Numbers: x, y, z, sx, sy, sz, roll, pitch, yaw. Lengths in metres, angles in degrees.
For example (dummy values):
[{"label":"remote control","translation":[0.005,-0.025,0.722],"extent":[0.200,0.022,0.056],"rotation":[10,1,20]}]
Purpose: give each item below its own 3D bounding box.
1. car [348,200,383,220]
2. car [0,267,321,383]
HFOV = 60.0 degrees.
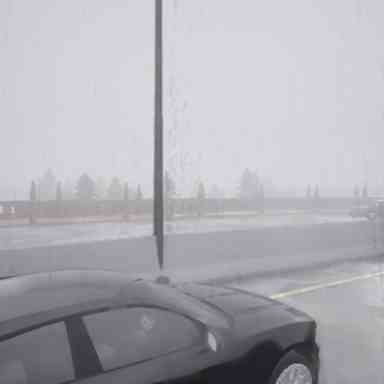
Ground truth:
[{"label":"car","translation":[14.913,1.413,26.899],"extent":[4.892,1.490,1.837],"rotation":[0,0,-20]},{"label":"car","translation":[-0.906,1.462,2.941],"extent":[5.008,1.535,1.882],"rotation":[0,0,-35]}]
